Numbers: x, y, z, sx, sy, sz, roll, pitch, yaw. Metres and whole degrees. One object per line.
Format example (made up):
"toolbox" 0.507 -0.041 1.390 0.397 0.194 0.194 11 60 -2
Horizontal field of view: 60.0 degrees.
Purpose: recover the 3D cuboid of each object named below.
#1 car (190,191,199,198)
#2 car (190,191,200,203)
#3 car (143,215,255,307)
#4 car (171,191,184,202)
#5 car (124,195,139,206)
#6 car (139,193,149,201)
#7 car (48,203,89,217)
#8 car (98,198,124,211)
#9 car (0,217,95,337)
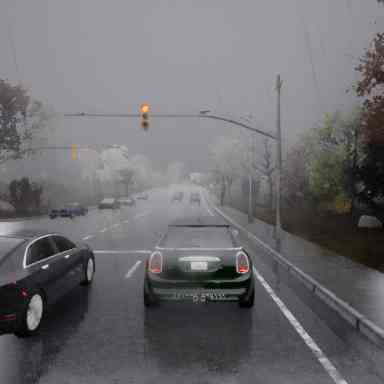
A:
"car" 0.609 0.516 75.150 2.033 1.411 5.357 0 3 1
"car" 0.592 1.195 62.109 2.033 1.411 5.357 0 3 1
"car" 0.143 1.352 8.127 2.097 1.767 4.553 0 0 0
"car" -2.984 1.070 64.608 2.033 1.411 5.357 0 3 1
"car" -10.170 1.534 52.552 1.994 1.385 4.181 0 1 1
"car" -9.966 0.916 67.654 2.033 1.411 5.357 0 3 0
"car" -10.401 1.601 28.241 1.895 1.301 4.718 0 0 1
"car" -10.279 1.477 41.576 1.882 1.535 5.008 0 0 1
"car" -3.377 1.505 6.627 1.837 1.490 4.892 0 0 0
